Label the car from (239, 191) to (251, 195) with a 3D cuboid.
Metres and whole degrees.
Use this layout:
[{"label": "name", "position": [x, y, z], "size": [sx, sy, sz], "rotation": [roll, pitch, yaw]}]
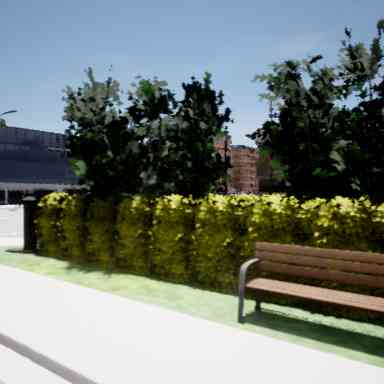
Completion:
[{"label": "car", "position": [11.789, 0.464, 74.765], "size": [1.882, 1.535, 5.008], "rotation": [0, 0, 35]}]
